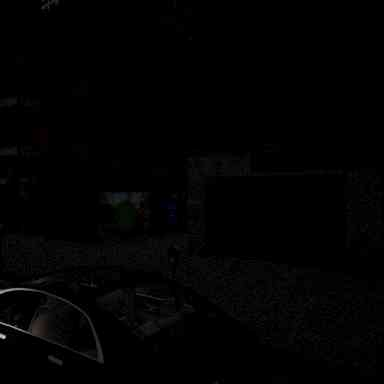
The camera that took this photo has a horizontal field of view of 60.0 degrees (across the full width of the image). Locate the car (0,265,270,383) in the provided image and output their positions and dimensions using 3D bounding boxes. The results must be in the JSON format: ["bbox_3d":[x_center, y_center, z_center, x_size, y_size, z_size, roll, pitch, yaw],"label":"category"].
[{"bbox_3d":[-1.339,1.551,3.803,4.403,1.369,2.008,0,0,36],"label":"car"}]
